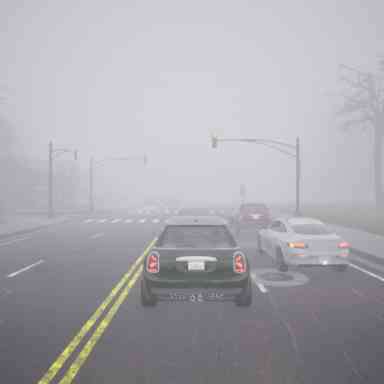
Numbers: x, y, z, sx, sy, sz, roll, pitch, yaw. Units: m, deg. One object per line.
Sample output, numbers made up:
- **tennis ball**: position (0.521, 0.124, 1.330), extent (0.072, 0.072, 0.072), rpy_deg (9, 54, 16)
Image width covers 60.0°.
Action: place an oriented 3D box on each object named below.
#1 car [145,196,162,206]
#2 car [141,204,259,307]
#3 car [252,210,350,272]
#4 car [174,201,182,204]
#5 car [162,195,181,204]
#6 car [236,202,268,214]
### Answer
- **car**: position (-6.494, 1.457, 53.798), extent (2.128, 1.511, 4.902), rpy_deg (0, 0, 0)
- **car**: position (0.090, 1.349, 8.122), extent (2.097, 1.767, 4.553), rpy_deg (0, 0, 0)
- **car**: position (3.351, 1.522, 10.674), extent (1.812, 1.442, 4.674), rpy_deg (0, 0, 0)
- **car**: position (0.071, 1.472, 17.387), extent (1.882, 1.535, 5.008), rpy_deg (0, 0, 0)
- **car**: position (-3.245, 1.470, 53.870), extent (1.837, 1.490, 4.892), rpy_deg (0, 0, 0)
- **car**: position (3.342, 1.346, 19.468), extent (2.097, 1.767, 4.553), rpy_deg (0, 0, 0)
